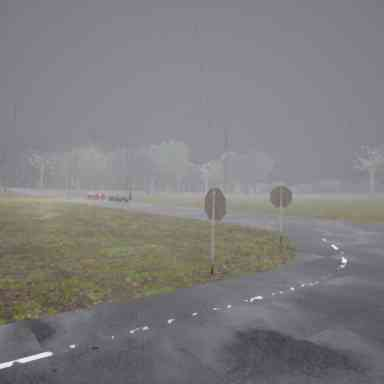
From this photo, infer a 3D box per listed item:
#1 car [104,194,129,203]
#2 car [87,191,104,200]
[{"bbox_3d":[-11.509,0.948,51.527,1.895,1.301,4.718,2,0,-35],"label":"car"},{"bbox_3d":[-17.271,0.506,59.663,2.097,1.767,4.553,2,0,-35],"label":"car"}]
